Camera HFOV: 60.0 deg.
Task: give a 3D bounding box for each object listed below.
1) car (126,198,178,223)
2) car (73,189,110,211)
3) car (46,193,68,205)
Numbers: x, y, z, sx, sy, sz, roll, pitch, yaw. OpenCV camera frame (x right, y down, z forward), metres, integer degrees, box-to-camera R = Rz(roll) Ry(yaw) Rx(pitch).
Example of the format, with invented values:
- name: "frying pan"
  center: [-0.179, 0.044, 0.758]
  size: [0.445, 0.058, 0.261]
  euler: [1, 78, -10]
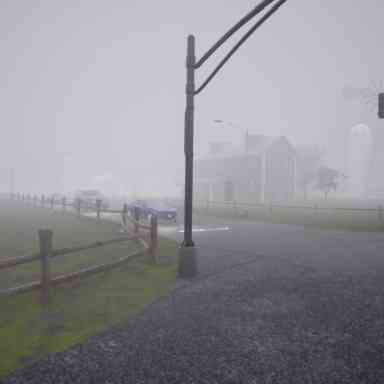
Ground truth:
- name: "car"
  center: [-2.815, 1.201, 22.738]
  size: [1.882, 1.535, 5.008]
  euler: [1, 0, -36]
- name: "car"
  center: [-10.072, 0.782, 32.905]
  size: [2.150, 2.045, 5.566]
  euler: [1, 0, -36]
- name: "car"
  center: [-17.734, 0.891, 43.657]
  size: [1.837, 1.490, 4.892]
  euler: [1, 2, -35]
